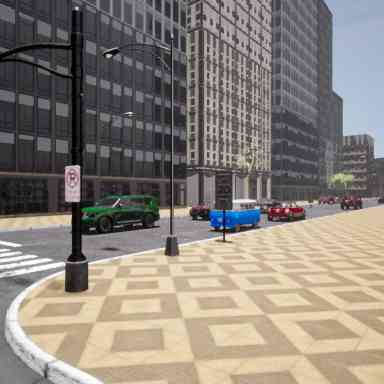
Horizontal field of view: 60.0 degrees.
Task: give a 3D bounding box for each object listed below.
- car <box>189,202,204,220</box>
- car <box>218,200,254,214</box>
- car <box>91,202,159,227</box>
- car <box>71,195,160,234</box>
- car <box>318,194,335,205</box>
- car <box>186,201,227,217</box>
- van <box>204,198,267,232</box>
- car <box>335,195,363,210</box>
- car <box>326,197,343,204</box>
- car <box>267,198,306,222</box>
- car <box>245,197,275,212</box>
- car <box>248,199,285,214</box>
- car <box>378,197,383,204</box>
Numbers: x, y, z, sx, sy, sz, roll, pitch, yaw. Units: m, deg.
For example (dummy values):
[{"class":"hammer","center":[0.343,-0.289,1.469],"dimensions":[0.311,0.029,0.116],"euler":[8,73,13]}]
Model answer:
[{"class":"car","center":[1.838,1.624,28.081],"dimensions":[1.895,1.301,4.718],"euler":[0,0,38]},{"class":"car","center":[4.874,1.571,36.044],"dimensions":[1.887,1.381,4.507],"euler":[0,0,38]},{"class":"car","center":[-4.655,1.540,23.935],"dimensions":[1.752,1.417,4.829],"euler":[0,0,38]},{"class":"car","center":[-4.377,1.238,20.013],"dimensions":[2.150,2.045,5.566],"euler":[0,0,39]},{"class":"car","center":[25.298,1.381,62.451],"dimensions":[2.192,1.841,5.009],"euler":[0,0,38]},{"class":"car","center":[1.470,1.604,31.643],"dimensions":[1.802,1.307,4.206],"euler":[0,0,38]},{"class":"van","center":[2.726,1.368,20.204],"dimensions":[1.690,1.788,3.998],"euler":[0,0,38]},{"class":"car","center":[21.319,1.369,44.426],"dimensions":[2.192,1.841,5.009],"euler":[0,0,38]},{"class":"car","center":[28.702,1.625,66.851],"dimensions":[2.008,1.369,4.403],"euler":[0,0,38]},{"class":"car","center":[7.703,1.473,26.821],"dimensions":[1.967,1.590,4.097],"euler":[0,0,38]},{"class":"car","center":[8.278,1.471,40.445],"dimensions":[1.967,1.590,4.097],"euler":[0,0,38]},{"class":"car","center":[8.222,1.523,36.319],"dimensions":[2.128,1.511,4.902],"euler":[0,0,38]},{"class":"car","center":[38.338,1.659,66.430],"dimensions":[1.947,1.339,4.313],"euler":[0,0,38]}]
